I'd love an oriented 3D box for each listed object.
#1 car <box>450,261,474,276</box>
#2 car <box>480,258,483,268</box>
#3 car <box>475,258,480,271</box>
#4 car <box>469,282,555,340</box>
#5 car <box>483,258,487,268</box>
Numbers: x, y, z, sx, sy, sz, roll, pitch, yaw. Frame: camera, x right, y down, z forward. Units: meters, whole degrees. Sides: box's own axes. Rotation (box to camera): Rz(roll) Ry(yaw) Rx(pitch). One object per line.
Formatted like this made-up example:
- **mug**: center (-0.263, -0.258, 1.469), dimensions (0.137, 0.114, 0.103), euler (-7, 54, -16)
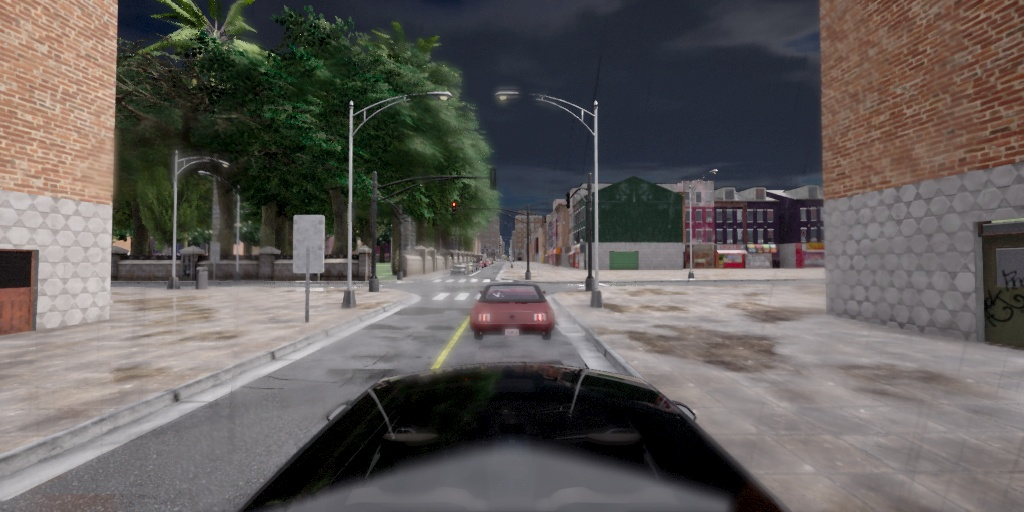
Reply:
- **car**: center (-5.546, 1.334, 38.411), dimensions (2.007, 1.370, 4.403), euler (0, 0, 0)
- **car**: center (-5.627, 1.373, 50.996), dimensions (1.948, 1.339, 4.313), euler (0, 0, 0)
- **car**: center (-5.581, 1.347, 45.546), dimensions (2.007, 1.370, 4.403), euler (0, 0, 0)
- **car**: center (0.025, 1.355, 9.940), dimensions (1.895, 1.301, 4.718), euler (0, 0, 0)
- **car**: center (-5.721, 1.420, 61.895), dimensions (1.802, 1.307, 4.207), euler (0, 0, 0)
